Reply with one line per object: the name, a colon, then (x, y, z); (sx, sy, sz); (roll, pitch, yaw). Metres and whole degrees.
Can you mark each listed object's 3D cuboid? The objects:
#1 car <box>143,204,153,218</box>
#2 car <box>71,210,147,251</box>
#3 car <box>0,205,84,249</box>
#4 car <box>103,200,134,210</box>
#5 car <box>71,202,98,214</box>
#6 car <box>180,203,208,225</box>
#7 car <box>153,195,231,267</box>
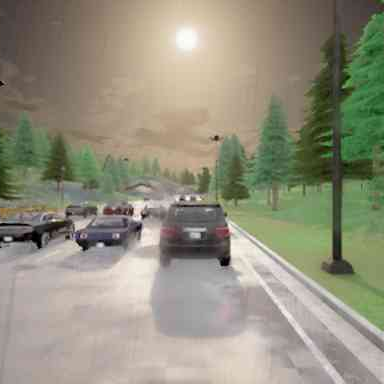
car: (-3.306, 1.749, 29.703); (1.895, 1.301, 4.718); (0, 0, 0)
car: (-3.365, 1.673, 14.505); (1.895, 1.301, 4.718); (0, 0, 0)
car: (-6.864, 1.566, 14.920); (2.128, 1.511, 4.902); (0, 0, 0)
car: (-6.797, 1.507, 31.102); (2.097, 1.767, 4.553); (0, 0, 0)
car: (-10.294, 1.648, 31.370); (2.128, 1.511, 4.902); (0, 0, 0)
car: (0.164, 1.679, 26.441); (2.033, 1.411, 5.357); (0, 0, 1)
car: (0.111, 1.284, 11.854); (2.150, 2.045, 5.566); (0, 0, 1)
